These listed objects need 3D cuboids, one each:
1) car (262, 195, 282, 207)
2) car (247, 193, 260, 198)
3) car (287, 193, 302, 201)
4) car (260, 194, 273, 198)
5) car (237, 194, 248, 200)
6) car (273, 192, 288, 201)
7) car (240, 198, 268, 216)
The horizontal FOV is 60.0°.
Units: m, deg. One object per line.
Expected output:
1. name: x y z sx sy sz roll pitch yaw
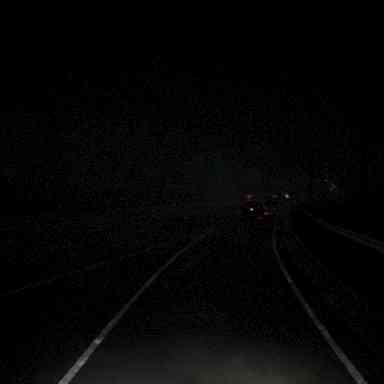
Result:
1. car: 12.413 1.563 51.533 1.812 1.442 4.674 0 0 21
2. car: 17.348 1.565 91.532 1.812 1.442 4.674 0 0 22
3. car: 26.899 1.579 87.150 1.837 1.490 4.892 0 0 22
4. car: 20.426 1.531 89.815 1.882 1.535 5.008 0 0 22
5. car: 13.953 1.527 92.479 1.837 1.490 4.892 0 0 22
6. car: 23.675 1.291 88.510 2.150 2.045 5.566 0 0 22
7. car: 6.094 1.581 32.865 1.994 1.385 4.181 0 0 16
